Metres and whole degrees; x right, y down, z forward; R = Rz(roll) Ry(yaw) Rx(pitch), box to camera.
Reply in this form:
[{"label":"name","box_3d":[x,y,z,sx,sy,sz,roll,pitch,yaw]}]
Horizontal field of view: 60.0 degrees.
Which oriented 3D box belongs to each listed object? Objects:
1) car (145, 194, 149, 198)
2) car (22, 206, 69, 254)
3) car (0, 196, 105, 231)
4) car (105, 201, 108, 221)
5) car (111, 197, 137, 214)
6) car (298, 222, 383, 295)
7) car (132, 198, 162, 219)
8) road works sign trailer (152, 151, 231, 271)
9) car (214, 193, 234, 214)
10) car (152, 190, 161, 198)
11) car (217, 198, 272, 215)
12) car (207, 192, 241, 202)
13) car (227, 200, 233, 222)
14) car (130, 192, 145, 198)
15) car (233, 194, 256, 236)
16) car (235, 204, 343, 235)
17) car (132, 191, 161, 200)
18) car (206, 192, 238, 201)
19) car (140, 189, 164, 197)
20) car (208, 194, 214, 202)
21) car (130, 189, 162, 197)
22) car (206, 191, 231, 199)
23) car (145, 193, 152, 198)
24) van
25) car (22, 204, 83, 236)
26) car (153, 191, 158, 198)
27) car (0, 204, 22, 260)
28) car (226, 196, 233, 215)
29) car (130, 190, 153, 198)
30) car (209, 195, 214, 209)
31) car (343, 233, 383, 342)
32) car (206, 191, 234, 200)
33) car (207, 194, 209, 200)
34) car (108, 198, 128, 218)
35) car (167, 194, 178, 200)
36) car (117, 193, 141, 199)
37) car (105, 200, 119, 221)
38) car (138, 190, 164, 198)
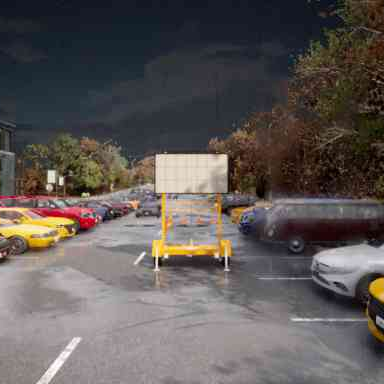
[{"label":"car","box_3d":[-8.062,1.305,40.614,4.792,1.488,2.163,0,1,0]},{"label":"car","box_3d":[-7.870,1.479,12.759,5.366,1.575,1.946,0,0,0]},{"label":"car","box_3d":[-8.035,1.230,18.325,5.566,2.045,2.435,0,0,0]},{"label":"car","box_3d":[-8.069,1.521,21.108,4.674,1.452,2.002,0,0,0]},{"label":"car","box_3d":[-8.078,1.453,32.260,4.674,1.452,2.002,0,0,0]},{"label":"car","box_3d":[5.034,1.522,7.242,4.674,1.452,2.002,0,0,0]},{"label":"car","box_3d":[-3.636,1.533,28.809,1.994,1.385,4.181,0,0,0]},{"label":"road works sign trailer","box_3d":[-0.014,0.466,10.894,2.380,3.560,2.880,0,0,0]},{"label":"car","box_3d":[5.031,1.189,29.655,5.566,2.045,2.435,0,1,0]},{"label":"car","box_3d":[-8.116,0.870,54.544,4.892,1.521,2.231,0,2,0]},{"label":"car","box_3d":[5.004,1.411,32.446,5.008,1.535,2.097,0,1,0]},{"label":"car","box_3d":[5.156,0.863,54.618,5.366,1.575,1.946,0,2,0]},{"label":"car","box_3d":[5.008,1.481,21.290,5.008,1.535,2.097,0,0,0]},{"label":"car","box_3d":[-8.057,1.205,37.824,4.553,1.767,2.185,0,1,0]},{"label":"car","box_3d":[4.992,1.230,15.597,5.566,2.045,2.435,0,0,0]},{"label":"car","box_3d":[5.202,1.478,18.382,5.366,1.575,1.946,0,0,0]},{"label":"car","box_3d":[-8.122,0.634,60.122,5.008,1.535,2.097,0,2,0]},{"label":"car","box_3d":[5.152,0.750,57.411,5.366,1.575,1.946,0,2,0]},{"label":"car","box_3d":[-8.156,0.256,68.463,4.792,1.488,2.163,0,3,0]},{"label":"car","box_3d":[4.979,1.211,43.468,4.892,1.521,2.231,0,2,0]},{"label":"car","box_3d":[-8.084,0.505,57.321,5.566,2.045,2.435,0,2,0]},{"label":"car","box_3d":[4.962,0.534,63.112,4.674,1.452,2.002,0,3,0]},{"label":"car","box_3d":[-8.124,1.241,43.401,4.792,1.488,2.163,0,1,0]},{"label":"van","box_3d":[4.907,1.256,12.811,4.442,1.987,1.878,0,0,0]},{"label":"car","box_3d":[-8.065,1.481,15.542,5.008,1.535,2.097,0,0,0]},{"label":"car","box_3d":[-8.135,1.000,51.768,4.792,1.488,2.163,0,2,0]},{"label":"car","box_3d":[-8.084,1.356,10.100,4.553,1.767,2.185,0,0,0]},{"label":"car","box_3d":[5.041,1.350,24.075,4.553,1.767,2.185,0,0,0]},{"label":"car","box_3d":[-8.130,1.015,46.184,4.553,1.767,2.185,0,2,0]},{"label":"car","box_3d":[4.810,1.370,35.235,5.366,1.575,1.946,0,1,0]},{"label":"car","box_3d":[5.040,1.481,4.457,5.008,1.535,2.097,0,0,0]},{"label":"car","box_3d":[4.992,0.661,60.202,4.792,1.488,2.163,0,3,0]},{"label":"car","box_3d":[4.976,1.135,46.385,5.008,1.535,2.097,0,2,0]},{"label":"car","box_3d":[-8.079,1.463,26.681,5.008,1.535,2.097,0,0,0]},{"label":"car","box_3d":[-3.584,0.572,61.683,2.128,1.511,4.902,0,3,0]},{"label":"car","box_3d":[-8.053,1.250,35.045,4.553,1.767,2.185,0,1,0]},{"label":"car","box_3d":[-8.099,1.505,23.894,4.792,1.488,2.163,0,0,0]},{"label":"car","box_3d":[-8.094,0.395,65.683,4.792,1.488,2.163,0,3,0]}]
